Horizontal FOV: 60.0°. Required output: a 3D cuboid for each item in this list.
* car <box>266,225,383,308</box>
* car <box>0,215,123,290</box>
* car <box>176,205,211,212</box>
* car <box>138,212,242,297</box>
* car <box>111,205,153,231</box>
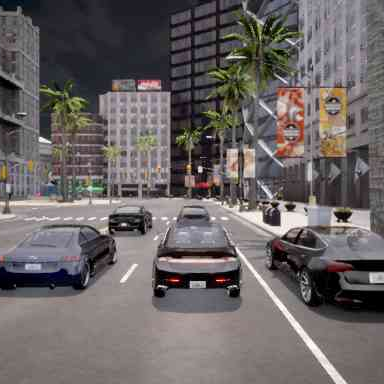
[{"bbox_3d":[3.192,1.513,8.023,2.161,1.482,4.786,0,0,-1],"label":"car"},{"bbox_3d":[-3.397,1.564,9.101,1.994,1.385,4.181,0,0,0],"label":"car"},{"bbox_3d":[0.101,1.505,18.799,1.837,1.490,4.892,0,0,0],"label":"car"},{"bbox_3d":[0.101,1.492,8.544,2.128,1.511,4.902,0,0,0],"label":"car"},{"bbox_3d":[-3.400,1.478,19.070,1.882,1.535,5.008,0,0,0],"label":"car"}]
